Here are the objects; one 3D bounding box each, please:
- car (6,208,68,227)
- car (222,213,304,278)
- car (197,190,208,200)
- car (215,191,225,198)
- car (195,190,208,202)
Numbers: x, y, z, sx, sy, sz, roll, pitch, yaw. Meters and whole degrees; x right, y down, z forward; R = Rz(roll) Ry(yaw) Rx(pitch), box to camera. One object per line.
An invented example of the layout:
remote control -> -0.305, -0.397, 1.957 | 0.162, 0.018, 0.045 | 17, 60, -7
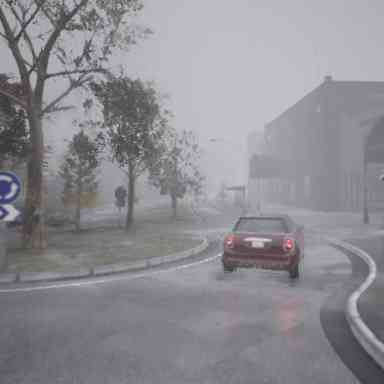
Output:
car -> -12.190, 1.867, 25.042 | 5.357, 1.411, 2.033 | 0, -1, -25
car -> 2.500, 1.455, 10.855 | 2.097, 1.767, 4.553 | 0, -1, 20
car -> 2.295, 0.614, 74.373 | 2.150, 2.045, 5.566 | 0, 0, 5
car -> 7.400, 0.902, 92.866 | 2.097, 1.535, 5.008 | 0, 0, 8
car -> 1.709, 0.883, 63.630 | 2.150, 2.045, 5.566 | 0, 1, 3
